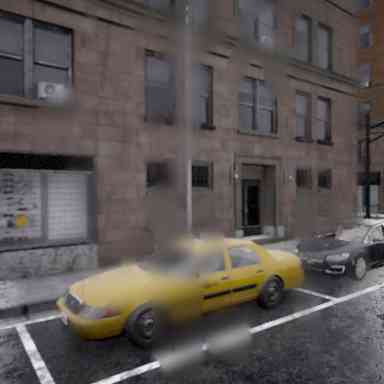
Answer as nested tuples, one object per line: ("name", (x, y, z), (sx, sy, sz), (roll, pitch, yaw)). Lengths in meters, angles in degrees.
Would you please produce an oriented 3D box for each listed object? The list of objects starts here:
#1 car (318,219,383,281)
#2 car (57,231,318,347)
("car", (4.734, 1.488, 9.554), (4.403, 1.369, 2.008), (0, 0, -35))
("car", (0.099, 1.501, 6.256), (4.829, 1.417, 1.752), (0, 0, -35))
